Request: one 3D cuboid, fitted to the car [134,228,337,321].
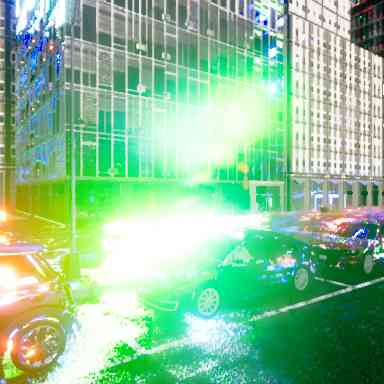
[{"bbox_3d":[0.907,1.548,7.192,4.403,1.369,2.008,0,0,-35],"label":"car"}]

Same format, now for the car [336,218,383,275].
[{"bbox_3d":[5.419,1.540,10.393,4.507,1.381,1.887,0,0,-35],"label":"car"}]

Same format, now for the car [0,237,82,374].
[{"bbox_3d":[-3.605,1.440,3.991,4.097,1.590,1.967,0,0,-35],"label":"car"}]
